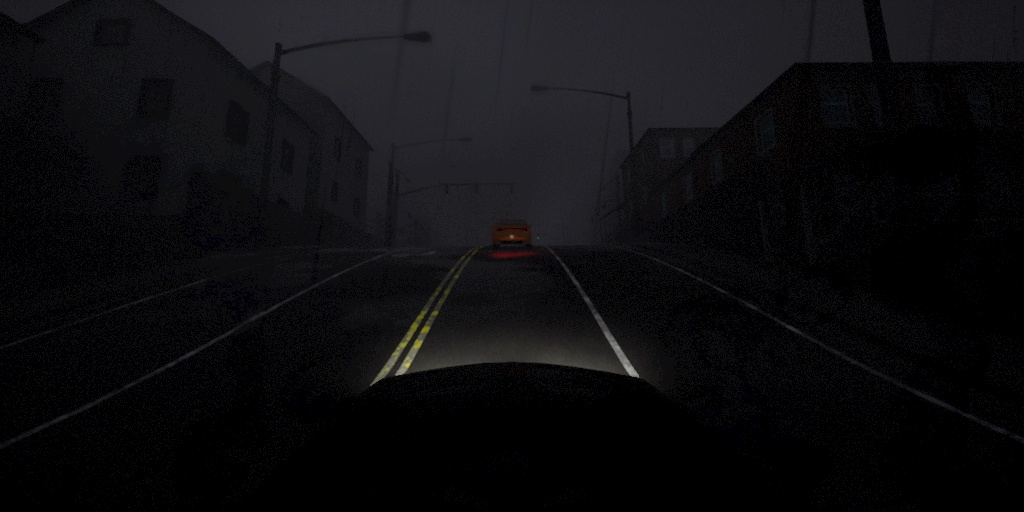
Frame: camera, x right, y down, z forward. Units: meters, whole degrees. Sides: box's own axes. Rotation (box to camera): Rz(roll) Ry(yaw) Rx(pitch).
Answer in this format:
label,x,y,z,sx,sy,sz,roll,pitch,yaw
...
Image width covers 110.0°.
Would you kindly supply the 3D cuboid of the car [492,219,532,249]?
label,x,y,z,sx,sy,sz,roll,pitch,yaw
car,0.010,-1.216,18.840,1.882,1.535,5.008,0,4,1
